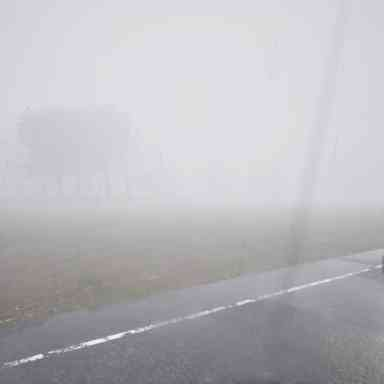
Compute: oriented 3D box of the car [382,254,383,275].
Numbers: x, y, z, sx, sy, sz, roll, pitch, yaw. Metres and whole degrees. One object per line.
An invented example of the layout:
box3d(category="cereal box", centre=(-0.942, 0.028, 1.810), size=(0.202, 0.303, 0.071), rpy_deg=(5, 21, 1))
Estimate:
box3d(category="car", centre=(6.877, 1.492, 8.750), size=(4.902, 1.511, 2.128), rpy_deg=(0, 0, -35))
